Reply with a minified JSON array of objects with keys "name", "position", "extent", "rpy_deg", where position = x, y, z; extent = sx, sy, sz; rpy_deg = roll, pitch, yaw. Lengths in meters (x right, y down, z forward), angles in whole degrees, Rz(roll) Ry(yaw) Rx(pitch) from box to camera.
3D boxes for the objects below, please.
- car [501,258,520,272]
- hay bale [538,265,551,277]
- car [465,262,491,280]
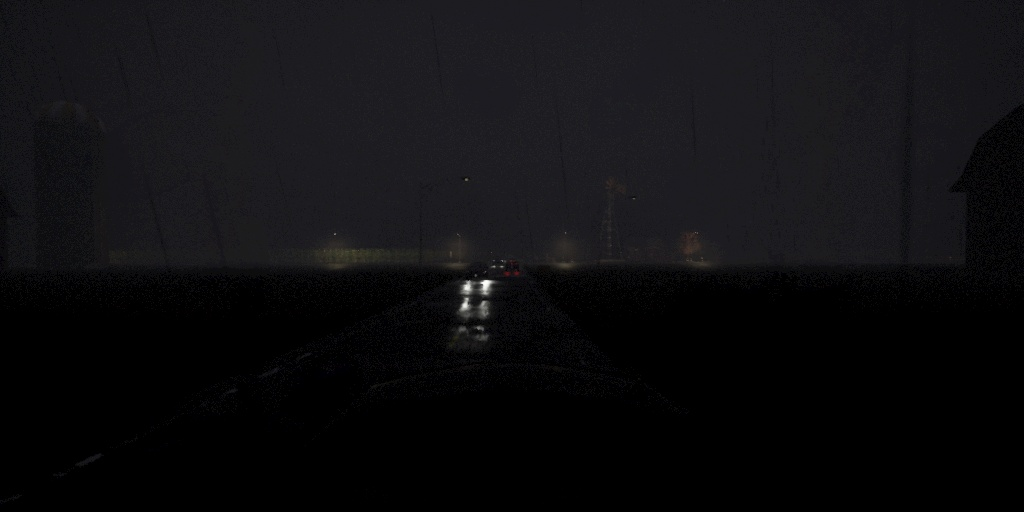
[{"name":"car","position":[0.040,1.188,46.338],"extent":[2.128,1.511,4.902],"rpy_deg":[0,0,0]},{"name":"hay bale","position":[3.125,1.370,34.522],"extent":[1.220,1.180,1.240],"rpy_deg":[0,0,0]},{"name":"car","position":[-2.845,1.246,30.551],"extent":[1.812,1.442,4.674],"rpy_deg":[0,0,0]}]
